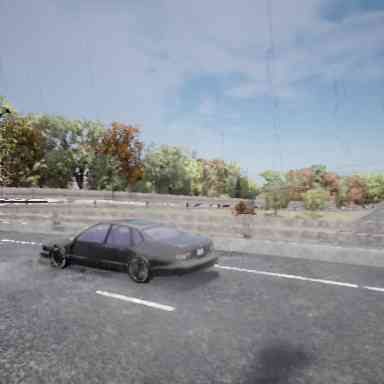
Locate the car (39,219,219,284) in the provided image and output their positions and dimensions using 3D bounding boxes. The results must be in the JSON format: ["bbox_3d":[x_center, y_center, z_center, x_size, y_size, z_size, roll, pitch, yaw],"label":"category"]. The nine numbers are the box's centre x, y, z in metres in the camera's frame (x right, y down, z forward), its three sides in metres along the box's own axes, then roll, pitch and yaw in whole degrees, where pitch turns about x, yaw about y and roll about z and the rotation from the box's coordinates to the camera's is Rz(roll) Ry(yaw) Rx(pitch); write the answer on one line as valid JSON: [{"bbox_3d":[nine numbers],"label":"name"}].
[{"bbox_3d":[-1.938,1.490,9.340,5.357,1.411,2.033,0,0,32],"label":"car"}]
